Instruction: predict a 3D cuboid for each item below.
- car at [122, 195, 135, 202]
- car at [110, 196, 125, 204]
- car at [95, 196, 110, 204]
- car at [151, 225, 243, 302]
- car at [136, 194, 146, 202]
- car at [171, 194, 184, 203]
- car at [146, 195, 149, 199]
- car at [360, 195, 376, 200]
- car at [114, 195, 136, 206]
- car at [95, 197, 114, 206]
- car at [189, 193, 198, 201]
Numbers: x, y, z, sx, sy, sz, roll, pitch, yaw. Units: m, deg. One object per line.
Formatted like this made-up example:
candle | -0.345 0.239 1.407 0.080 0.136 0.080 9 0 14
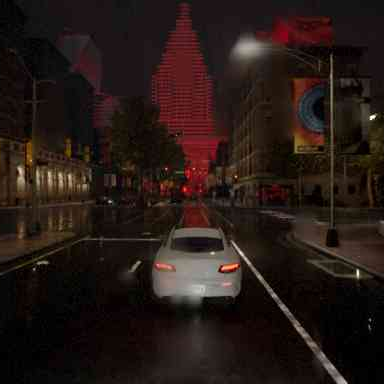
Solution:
car | -14.647 1.469 76.742 1.882 1.535 5.008 0 0 0
car | -14.711 1.497 66.328 1.837 1.490 4.892 0 0 1
car | -17.943 1.587 66.873 1.895 1.301 4.718 0 0 0
car | 0.114 1.525 8.122 1.812 1.442 4.674 0 0 1
car | -11.214 1.540 66.537 2.033 1.411 5.357 0 0 1
car | -3.096 1.556 66.450 1.994 1.385 4.181 0 0 0
car | -11.147 1.346 76.757 2.097 1.767 4.553 0 0 0
car | 34.758 1.473 68.023 2.231 1.521 4.892 0 0 0
car | -11.324 1.471 56.724 1.882 1.535 5.008 0 0 0
car | -14.823 1.541 56.788 2.033 1.411 5.357 0 0 0
car | 0.391 1.345 84.815 2.097 1.767 4.553 0 0 0
